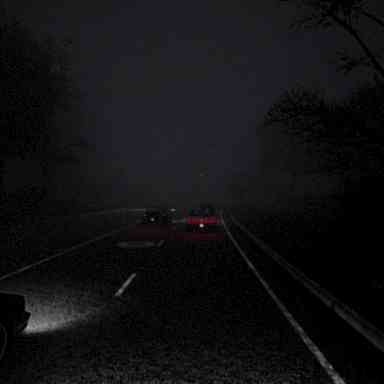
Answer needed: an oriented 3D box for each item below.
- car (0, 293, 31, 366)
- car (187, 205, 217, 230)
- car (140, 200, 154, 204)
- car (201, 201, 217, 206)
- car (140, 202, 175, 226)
[{"bbox_3d":[-3.373,1.571,2.552,2.033,1.411,5.357,0,-1,0],"label":"car"},{"bbox_3d":[0.706,1.824,22.868,1.895,1.301,4.718,0,-1,3],"label":"car"},{"bbox_3d":[-7.339,2.041,55.450,1.837,1.490,4.892,0,-1,7],"label":"car"},{"bbox_3d":[1.851,1.895,39.997,1.837,1.490,4.892,0,-1,5],"label":"car"},{"bbox_3d":[-2.647,1.774,25.664,1.812,1.442,4.674,0,-1,3],"label":"car"}]
